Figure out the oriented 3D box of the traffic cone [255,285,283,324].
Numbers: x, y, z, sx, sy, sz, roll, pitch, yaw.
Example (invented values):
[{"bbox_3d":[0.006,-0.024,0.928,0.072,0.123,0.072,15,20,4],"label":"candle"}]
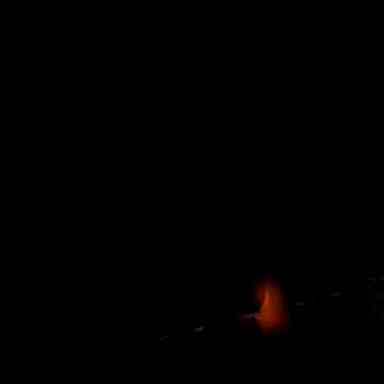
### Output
[{"bbox_3d":[1.321,1.896,5.725,0.340,0.580,0.340,-1,1,-30],"label":"traffic cone"}]
